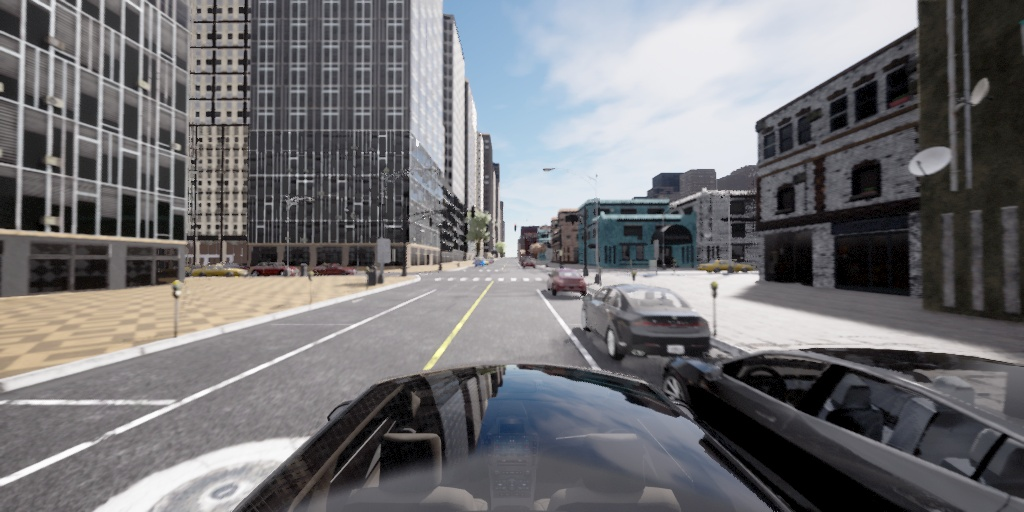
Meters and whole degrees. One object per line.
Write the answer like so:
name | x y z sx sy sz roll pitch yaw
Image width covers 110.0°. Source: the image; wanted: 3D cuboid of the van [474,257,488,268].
van | -5.682 1.068 62.647 1.690 1.789 3.998 0 0 0

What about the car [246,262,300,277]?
car | -23.098 1.316 35.229 4.097 1.591 1.967 0 0 1

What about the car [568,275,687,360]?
car | 2.692 1.299 8.095 2.007 1.370 4.403 0 0 0

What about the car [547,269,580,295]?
car | 2.817 1.328 19.048 1.802 1.307 4.207 0 0 0

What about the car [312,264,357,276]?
car | -17.415 1.403 35.174 4.207 1.307 1.802 0 0 1

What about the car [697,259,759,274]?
car | 20.694 0.980 34.803 4.829 1.417 1.751 0 0 1

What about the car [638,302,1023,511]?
car | 2.691 1.315 2.617 1.948 1.339 4.313 0 0 0

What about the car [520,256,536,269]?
car | 2.698 1.169 57.010 1.967 1.591 4.097 0 0 0

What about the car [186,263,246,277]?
car | -28.611 1.457 35.283 4.829 1.417 1.751 0 0 1

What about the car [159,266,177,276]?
car | -40.234 1.712 43.776 4.829 1.417 1.751 0 0 1
